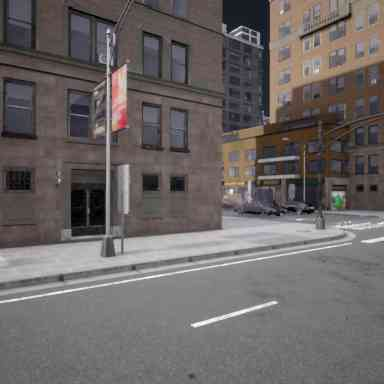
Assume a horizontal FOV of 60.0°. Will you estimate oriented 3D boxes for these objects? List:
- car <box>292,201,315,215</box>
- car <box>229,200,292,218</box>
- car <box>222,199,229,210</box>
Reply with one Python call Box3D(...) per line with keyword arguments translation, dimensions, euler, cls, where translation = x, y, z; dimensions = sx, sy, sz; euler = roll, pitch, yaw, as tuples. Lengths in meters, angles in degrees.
Box3D(translation=(10.549, 1.580, 34.313), dimensions=(1.947, 1.339, 4.313), euler=(0, 0, -35), cls="car")
Box3D(translation=(6.212, 1.540, 30.937), dimensions=(2.033, 1.411, 5.357), euler=(0, 0, -35), cls="car")
Box3D(translation=(4.182, 1.594, 43.311), dimensions=(1.802, 1.307, 4.206), euler=(0, 0, -35), cls="car")
